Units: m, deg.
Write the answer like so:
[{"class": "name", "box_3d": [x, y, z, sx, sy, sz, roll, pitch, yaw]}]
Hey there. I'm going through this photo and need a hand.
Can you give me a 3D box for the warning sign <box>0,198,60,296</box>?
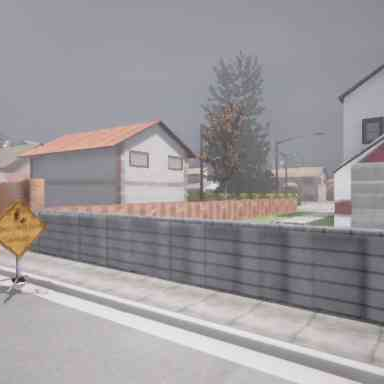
[{"class": "warning sign", "box_3d": [-3.777, 1.074, 7.236, 1.060, 1.860, 1.300, 0, 0, 36]}]
